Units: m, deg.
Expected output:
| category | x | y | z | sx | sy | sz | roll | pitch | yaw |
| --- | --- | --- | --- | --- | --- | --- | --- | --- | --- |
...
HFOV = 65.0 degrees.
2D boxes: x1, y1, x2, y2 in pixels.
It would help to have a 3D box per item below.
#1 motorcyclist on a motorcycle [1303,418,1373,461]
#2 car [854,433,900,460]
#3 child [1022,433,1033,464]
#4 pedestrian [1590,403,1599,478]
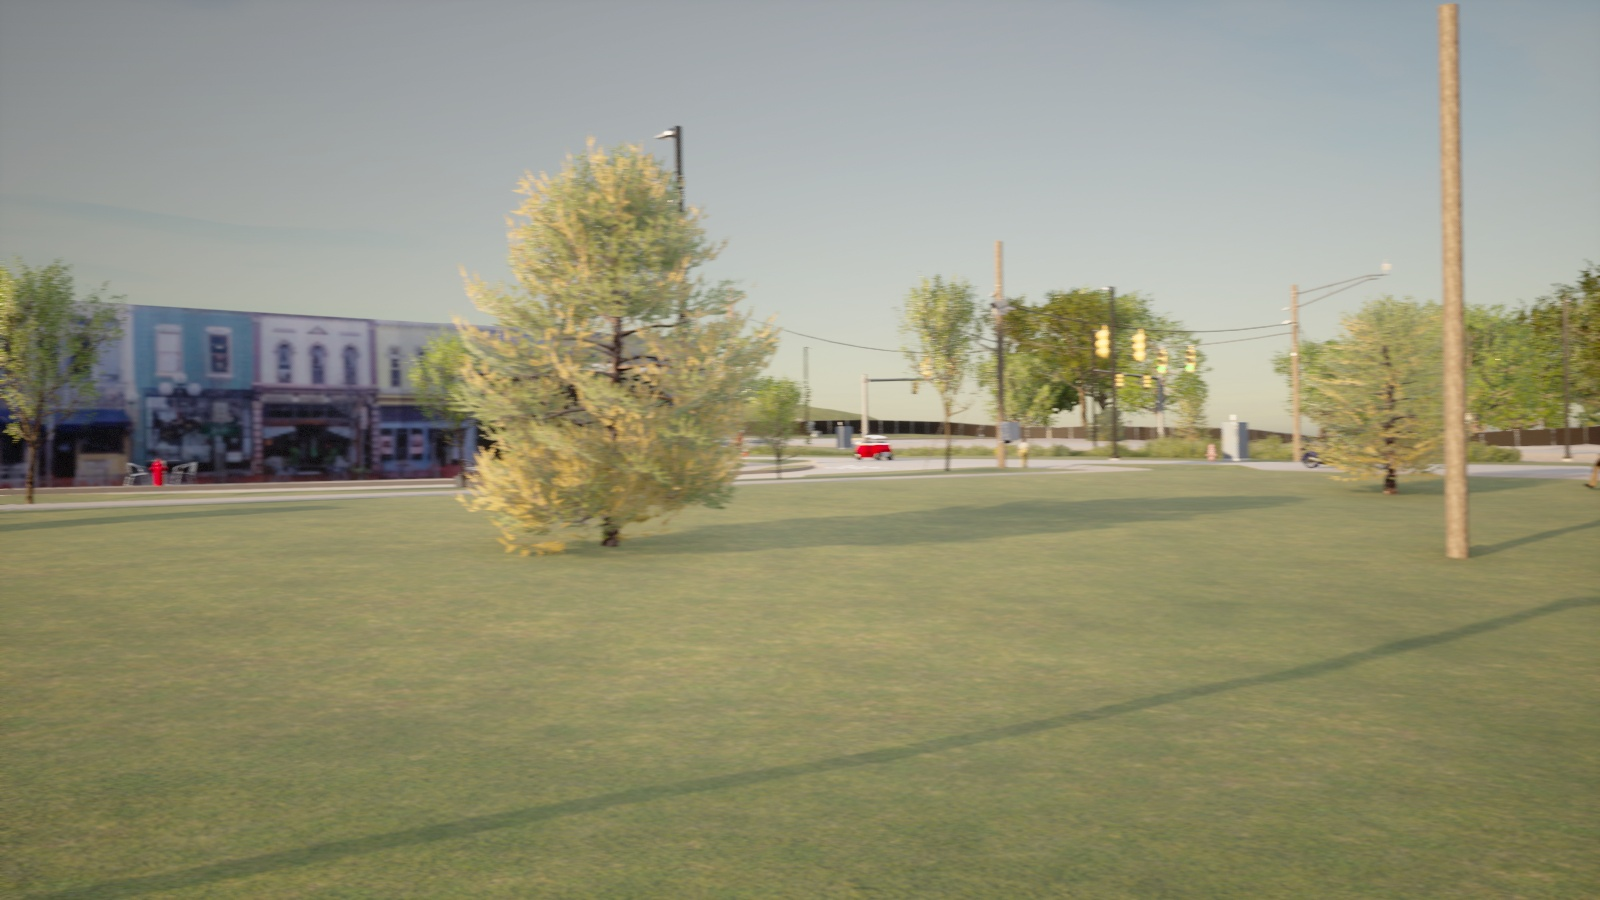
| category | x | y | z | sx | sy | sz | roll | pitch | yaw |
| --- | --- | --- | --- | --- | --- | --- | --- | --- | --- |
| motorcyclist on a motorcycle | 19.811 | -0.368 | 46.306 | 0.866 | 1.530 | 2.191 | -2 | 1 | -42 |
| car | 4.167 | -0.187 | 67.770 | 1.481 | 1.376 | 2.207 | -1 | 1 | -30 |
| child | 9.139 | -0.064 | 50.491 | 0.270 | 1.263 | 0.437 | -2 | 0 | 25 |
| pedestrian | 20.703 | -0.251 | 32.094 | 0.396 | 1.930 | 0.692 | -2 | 0 | -25 |
